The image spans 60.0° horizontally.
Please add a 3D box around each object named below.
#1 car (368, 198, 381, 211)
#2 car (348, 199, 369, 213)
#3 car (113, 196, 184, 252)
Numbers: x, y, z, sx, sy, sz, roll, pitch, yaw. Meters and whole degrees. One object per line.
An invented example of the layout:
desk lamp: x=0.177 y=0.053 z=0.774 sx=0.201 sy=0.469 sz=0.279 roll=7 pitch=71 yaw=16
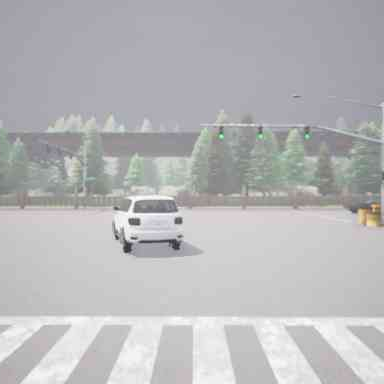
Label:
car: x=16.633 y=1.391 z=25.289 sx=4.902 sy=1.511 sz=2.128 roll=0 pitch=0 yaw=0
car: x=17.783 y=1.349 z=32.285 sx=5.008 sy=1.535 sz=1.882 roll=0 pitch=0 yaw=0
car: x=-2.004 y=1.166 z=13.956 sx=2.150 sy=2.045 sz=5.566 roll=0 pitch=0 yaw=-18
